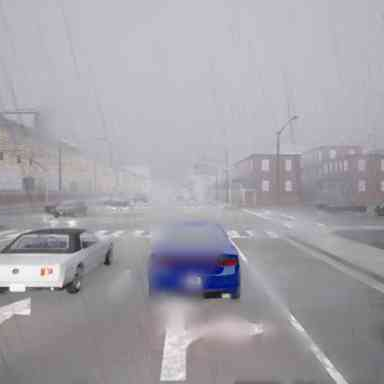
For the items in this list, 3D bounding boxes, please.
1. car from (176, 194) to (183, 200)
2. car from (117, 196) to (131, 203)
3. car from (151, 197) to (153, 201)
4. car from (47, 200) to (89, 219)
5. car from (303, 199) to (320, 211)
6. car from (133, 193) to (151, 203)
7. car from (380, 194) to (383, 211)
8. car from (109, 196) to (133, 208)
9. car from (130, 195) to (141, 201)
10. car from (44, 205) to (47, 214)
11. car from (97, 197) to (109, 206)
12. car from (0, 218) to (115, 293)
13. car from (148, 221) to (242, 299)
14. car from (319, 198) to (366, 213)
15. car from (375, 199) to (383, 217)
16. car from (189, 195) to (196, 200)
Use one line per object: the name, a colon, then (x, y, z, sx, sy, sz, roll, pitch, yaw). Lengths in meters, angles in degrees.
car: (-3.398, 1.474, 93.266, 1.837, 1.490, 4.892, 0, 0, 0)
car: (-13.925, 1.505, 68.210, 1.812, 1.442, 4.674, 0, 0, 0)
car: (-10.414, 1.502, 78.518, 1.812, 1.442, 4.674, 0, 0, 0)
car: (-10.569, 1.496, 29.294, 1.837, 1.490, 4.892, 0, 0, 0)
car: (15.755, 1.480, 39.486, 4.902, 1.511, 2.128, 0, 0, 0)
car: (-10.430, 1.204, 68.193, 2.150, 2.045, 5.566, 0, 0, 0)
car: (25.746, 1.210, 39.473, 5.566, 2.045, 2.150, 0, 0, 0)
car: (-10.411, 1.464, 49.420, 1.882, 1.535, 5.008, 0, 0, -1)
car: (-13.910, 1.470, 82.366, 1.837, 1.490, 4.892, 0, 0, 0)
car: (-14.062, 1.590, 35.755, 1.895, 1.301, 4.718, 0, 0, 0)
car: (-14.030, 1.510, 54.031, 1.812, 1.442, 4.674, 0, 0, 0)
car: (-3.420, 1.598, 8.775, 1.895, 1.301, 4.718, 0, 0, 0)
car: (0.075, 1.475, 8.508, 1.882, 1.535, 5.008, 0, 0, 1)
car: (16.500, 1.554, 35.983, 4.181, 1.385, 1.994, 0, 0, 0)
car: (18.544, 1.344, 28.834, 4.553, 1.767, 2.097, 0, 0, 1)
car: (0.102, 1.513, 93.311, 2.033, 1.411, 5.357, 0, 0, 0)
